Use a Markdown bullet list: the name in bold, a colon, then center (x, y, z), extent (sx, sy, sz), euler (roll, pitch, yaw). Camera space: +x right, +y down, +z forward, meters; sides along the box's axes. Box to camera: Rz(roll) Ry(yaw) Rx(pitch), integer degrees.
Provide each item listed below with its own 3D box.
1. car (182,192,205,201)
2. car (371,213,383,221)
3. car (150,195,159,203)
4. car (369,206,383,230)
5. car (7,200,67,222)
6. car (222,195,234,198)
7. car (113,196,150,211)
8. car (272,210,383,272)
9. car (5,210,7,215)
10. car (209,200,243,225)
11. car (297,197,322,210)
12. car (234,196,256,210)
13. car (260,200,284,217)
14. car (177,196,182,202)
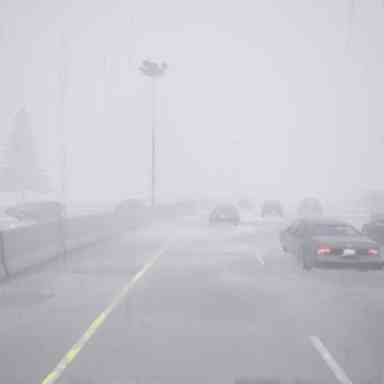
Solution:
- **car**: center (0.707, 1.104, 64.998), extent (2.150, 2.045, 5.566), euler (0, 0, 25)
- **car**: center (7.810, 1.492, 11.973), extent (2.128, 1.511, 4.902), euler (0, 0, 5)
- **car**: center (-7.840, 1.386, 62.942), extent (1.812, 1.442, 4.674), euler (0, 0, 23)
- **car**: center (12.297, 1.600, 19.603), extent (1.895, 1.301, 4.718), euler (0, 0, 9)
- **car**: center (-11.635, 1.423, 25.868), extent (1.837, 1.490, 4.892), euler (0, 0, 10)
- **car**: center (8.222, 1.299, 72.942), extent (1.895, 1.301, 4.718), euler (0, 0, 25)
- **car**: center (-6.365, 1.423, 34.063), extent (1.837, 1.490, 4.892), euler (0, 0, 14)
- **car**: center (4.153, 1.539, 10.814), extent (2.033, 1.411, 5.357), euler (0, 0, 5)
- **car**: center (-14.476, 1.467, 29.660), extent (1.994, 1.385, 4.181), euler (0, 0, 12)
- **car**: center (2.383, 1.527, 23.632), extent (1.994, 1.385, 4.181), euler (0, 0, 10)
- **car**: center (11.673, 1.324, 33.314), extent (2.097, 1.767, 4.553), euler (0, 0, 14)
- **car**: center (6.778, 1.447, 41.564), extent (1.837, 1.490, 4.892), euler (0, 0, 17)
- **car**: center (7.315, 1.470, 30.341), extent (1.837, 1.490, 4.892), euler (0, 0, 13)
- **car**: center (-1.365, 1.357, 68.866), extent (1.837, 1.490, 4.892), euler (0, 0, 25)
